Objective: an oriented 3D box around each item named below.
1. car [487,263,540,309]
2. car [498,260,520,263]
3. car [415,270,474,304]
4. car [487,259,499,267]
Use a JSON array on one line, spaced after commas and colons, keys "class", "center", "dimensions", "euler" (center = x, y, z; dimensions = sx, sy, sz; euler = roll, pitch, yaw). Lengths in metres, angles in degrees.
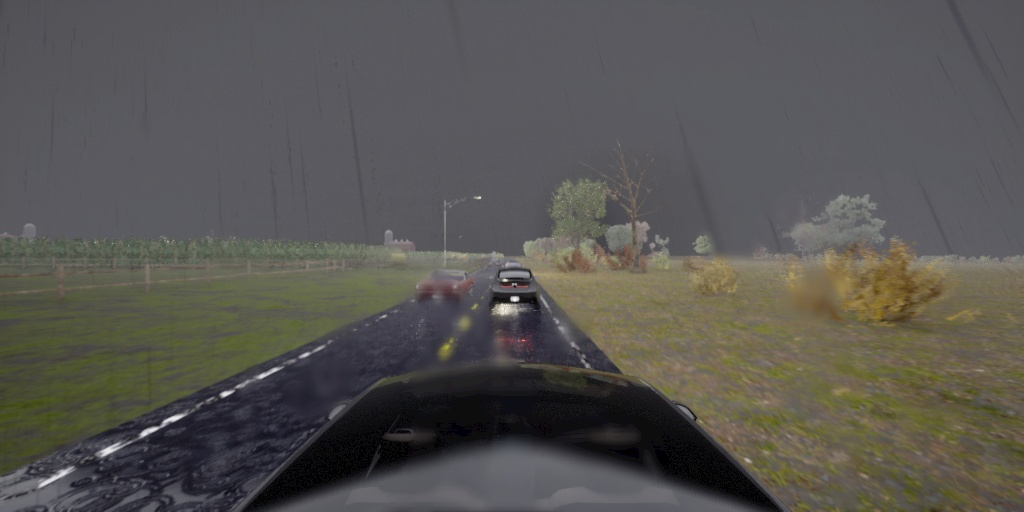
[{"class": "car", "center": [0.097, 1.205, 14.601], "dimensions": [1.837, 1.490, 4.892], "euler": [0, 0, 0]}, {"class": "car", "center": [0.092, 1.178, 32.696], "dimensions": [2.033, 1.411, 5.357], "euler": [0, 0, 0]}, {"class": "car", "center": [-2.854, 1.295, 16.038], "dimensions": [1.895, 1.301, 4.718], "euler": [0, 0, 0]}, {"class": "car", "center": [-2.826, 1.120, 56.932], "dimensions": [1.994, 1.385, 4.181], "euler": [0, 0, 0]}]
